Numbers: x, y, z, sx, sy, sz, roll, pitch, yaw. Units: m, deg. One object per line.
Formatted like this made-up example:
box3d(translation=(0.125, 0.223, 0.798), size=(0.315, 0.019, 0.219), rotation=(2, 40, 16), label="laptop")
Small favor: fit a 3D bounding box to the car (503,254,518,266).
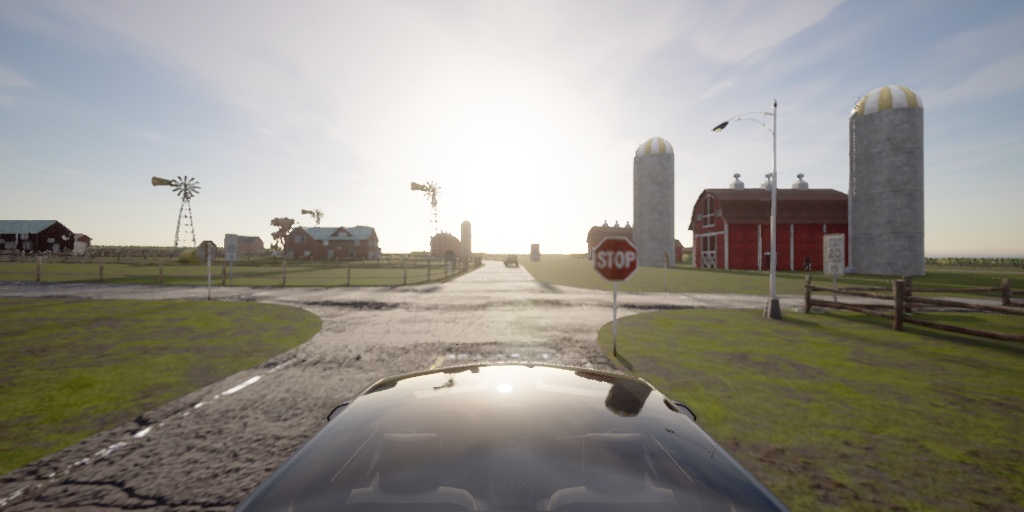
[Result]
box3d(translation=(-0.062, 0.718, 62.821), size=(2.150, 2.045, 5.566), rotation=(0, 0, -2), label="car")
